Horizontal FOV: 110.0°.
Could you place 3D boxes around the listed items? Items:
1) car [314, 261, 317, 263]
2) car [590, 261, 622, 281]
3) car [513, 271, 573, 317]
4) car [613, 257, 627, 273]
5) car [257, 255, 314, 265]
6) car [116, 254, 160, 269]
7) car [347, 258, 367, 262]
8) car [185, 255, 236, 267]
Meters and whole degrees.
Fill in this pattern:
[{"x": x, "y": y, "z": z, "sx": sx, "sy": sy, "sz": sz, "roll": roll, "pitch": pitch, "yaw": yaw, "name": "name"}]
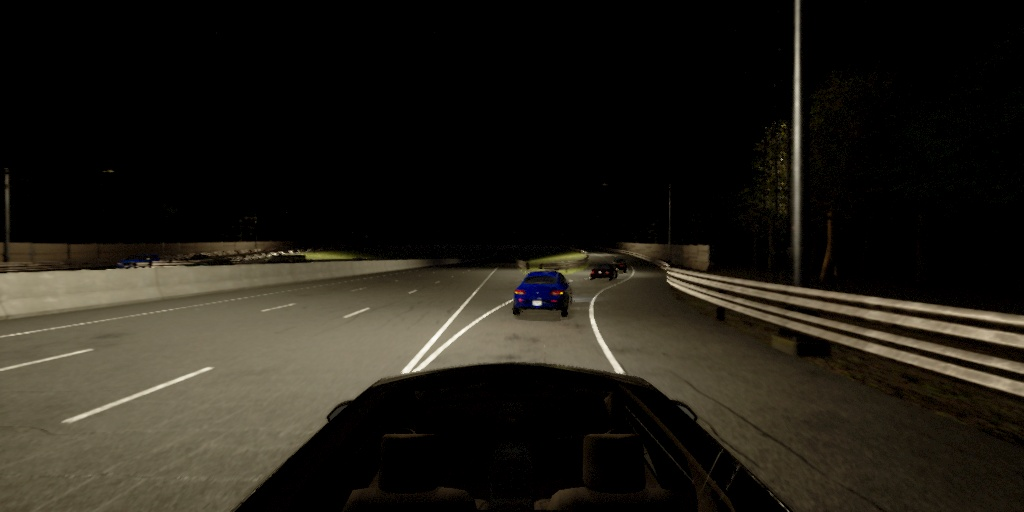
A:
[{"x": -28.704, "y": 1.255, "z": 50.026, "sx": 1.994, "sy": 1.385, "sz": 4.181, "roll": 0, "pitch": 0, "yaw": 0, "name": "car"}, {"x": 8.188, "y": 1.419, "z": 31.806, "sx": 2.033, "sy": 1.411, "sz": 5.357, "roll": 1, "pitch": 0, "yaw": 22, "name": "car"}, {"x": 1.245, "y": 1.280, "z": 13.291, "sx": 1.812, "sy": 1.442, "sz": 4.674, "roll": 0, "pitch": 0, "yaw": 12, "name": "car"}, {"x": 13.911, "y": 1.337, "z": 46.750, "sx": 1.837, "sy": 1.490, "sz": 4.892, "roll": 1, "pitch": 1, "yaw": 19, "name": "car"}, {"x": -21.530, "y": 0.908, "z": 33.898, "sx": 2.150, "sy": 2.045, "sz": 5.566, "roll": 0, "pitch": 0, "yaw": -1, "name": "car"}, {"x": -46.308, "y": 0.840, "z": 44.673, "sx": 2.150, "sy": 2.045, "sz": 5.566, "roll": 0, "pitch": 1, "yaw": -21, "name": "car"}, {"x": -21.714, "y": 1.067, "z": 50.042, "sx": 2.097, "sy": 1.767, "sz": 4.553, "roll": 0, "pitch": 0, "yaw": 0, "name": "car"}, {"x": -28.524, "y": 1.014, "z": 33.931, "sx": 2.097, "sy": 1.767, "sz": 4.553, "roll": 0, "pitch": 0, "yaw": 0, "name": "car"}]
